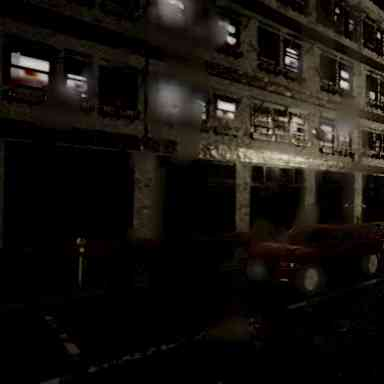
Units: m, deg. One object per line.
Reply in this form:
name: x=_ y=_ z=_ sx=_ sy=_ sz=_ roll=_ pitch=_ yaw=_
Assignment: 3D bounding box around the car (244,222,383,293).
car: x=3.359 y=1.539 z=8.900 sx=4.507 sy=1.381 sz=1.887 roll=0 pitch=1 yaw=-35
